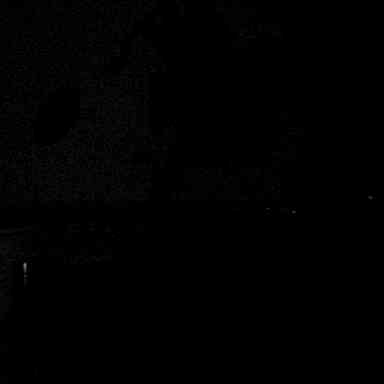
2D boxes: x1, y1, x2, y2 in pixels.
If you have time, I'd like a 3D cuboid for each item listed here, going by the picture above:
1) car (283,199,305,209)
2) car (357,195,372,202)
[{"bbox_3d":[14.340,1.605,46.609,1.994,1.385,4.181,0,0,36],"label":"car"},{"bbox_3d":[39.811,1.393,77.291,2.097,1.767,4.553,0,0,36],"label":"car"}]
